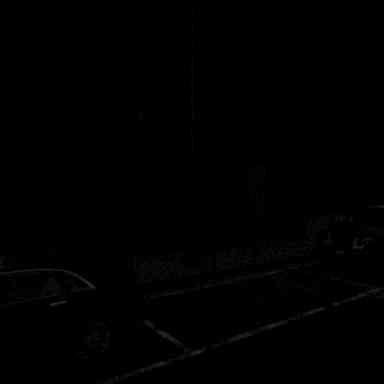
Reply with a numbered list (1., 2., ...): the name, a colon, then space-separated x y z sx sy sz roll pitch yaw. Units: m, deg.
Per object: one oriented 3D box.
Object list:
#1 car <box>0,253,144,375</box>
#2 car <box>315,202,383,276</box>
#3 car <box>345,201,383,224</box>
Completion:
1. car: -2.762 1.551 4.217 4.403 1.369 2.008 0 0 -35
2. car: 6.054 1.339 10.501 5.009 1.841 2.192 0 0 -35
3. car: 14.059 1.516 24.379 1.837 1.490 4.892 2 -1 -33
